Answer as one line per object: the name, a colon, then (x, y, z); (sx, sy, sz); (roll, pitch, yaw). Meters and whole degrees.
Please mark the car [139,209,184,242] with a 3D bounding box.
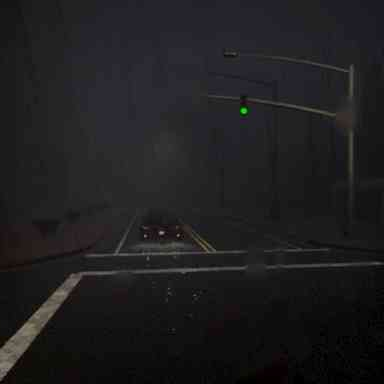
car: (-1.553, 1.554, 16.331); (1.994, 1.385, 4.181); (0, 0, -7)
